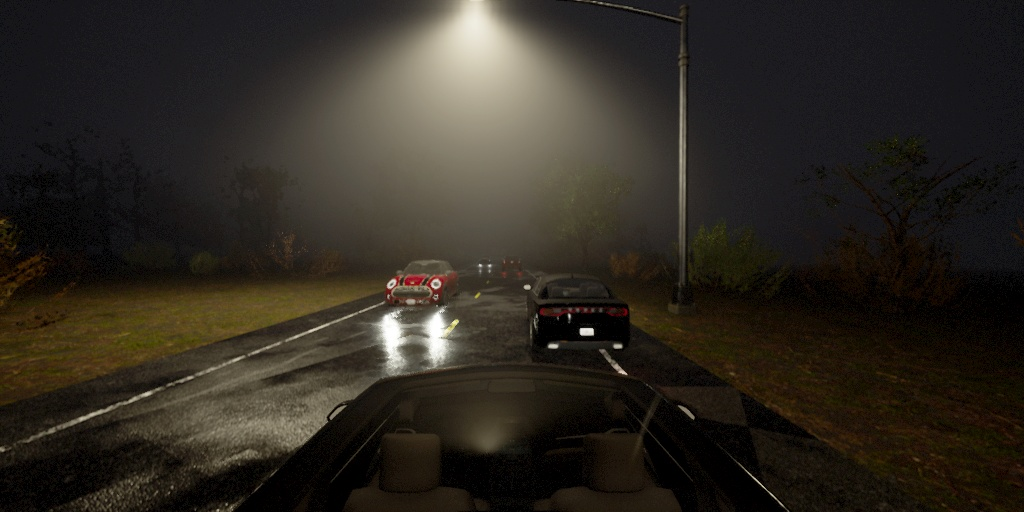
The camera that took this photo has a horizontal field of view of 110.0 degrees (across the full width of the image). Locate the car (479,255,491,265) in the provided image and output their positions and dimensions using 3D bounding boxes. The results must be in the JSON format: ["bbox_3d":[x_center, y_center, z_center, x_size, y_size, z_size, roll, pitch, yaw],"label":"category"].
[{"bbox_3d":[-4.355,0.615,58.277,1.837,1.490,4.892,0,1,-2],"label":"car"}]

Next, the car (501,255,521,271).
[{"bbox_3d":[-0.078,0.673,40.317,2.097,1.767,4.553,0,1,-1],"label":"car"}]

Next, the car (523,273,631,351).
[{"bbox_3d":[1.340,1.154,8.789,1.882,1.535,5.008,0,1,1],"label":"car"}]

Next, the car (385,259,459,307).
[{"bbox_3d":[-3.469,0.964,14.574,2.097,1.767,4.553,0,1,0],"label":"car"}]
